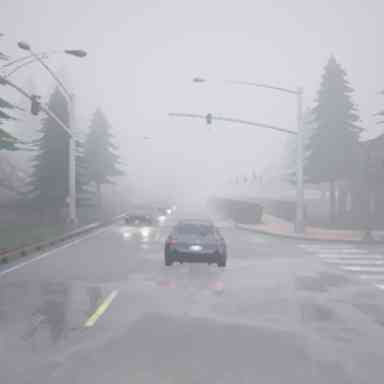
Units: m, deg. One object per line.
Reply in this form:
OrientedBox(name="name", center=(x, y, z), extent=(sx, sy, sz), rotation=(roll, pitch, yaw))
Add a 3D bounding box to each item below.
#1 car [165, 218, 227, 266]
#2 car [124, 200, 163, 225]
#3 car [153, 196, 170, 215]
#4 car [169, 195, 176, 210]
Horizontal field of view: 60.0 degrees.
OrientedBox(name="car", center=(0.122, 1.628, 11.891), extent=(1.994, 1.385, 4.181), rotation=(2, 0, 0))
OrientedBox(name="car", center=(-3.600, 1.549, 24.448), extent=(2.033, 1.411, 5.357), rotation=(0, 0, 0))
OrientedBox(name="car", center=(-3.597, 1.479, 34.301), extent=(1.882, 1.535, 5.008), rotation=(0, 0, 0))
OrientedBox(name="car", center=(-3.579, 1.508, 44.132), extent=(1.837, 1.490, 4.892), rotation=(0, 0, 0))
